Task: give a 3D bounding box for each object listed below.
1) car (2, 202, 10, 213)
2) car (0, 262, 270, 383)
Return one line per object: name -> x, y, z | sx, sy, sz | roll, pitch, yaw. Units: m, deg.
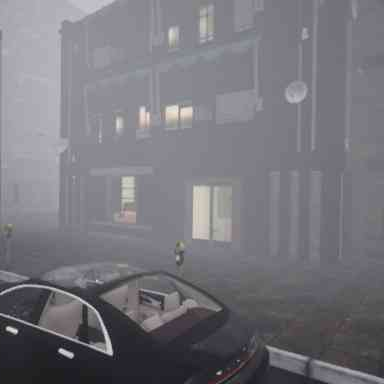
car -> -21.549, 1.582, 34.887 | 2.008, 1.369, 4.403 | 1, 0, 36
car -> -1.306, 1.546, 3.943 | 4.403, 1.369, 2.008 | 0, 1, 35
